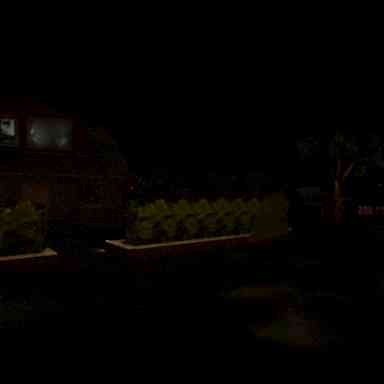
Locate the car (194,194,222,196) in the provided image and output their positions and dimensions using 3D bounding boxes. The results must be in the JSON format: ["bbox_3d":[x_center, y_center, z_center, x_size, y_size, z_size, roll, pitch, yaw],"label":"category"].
[{"bbox_3d":[2.068,1.191,30.353,2.150,2.045,5.566,0,1,-35],"label":"car"}]

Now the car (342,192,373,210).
[{"bbox_3d":[17.687,0.937,36.393,3.866,1.878,1.905,0,0,0],"label":"car"}]
